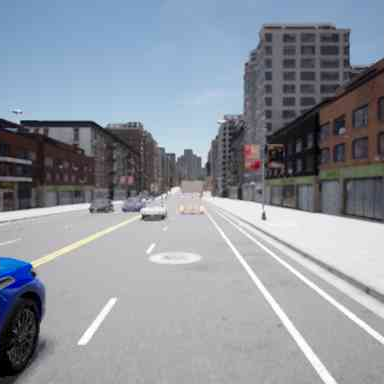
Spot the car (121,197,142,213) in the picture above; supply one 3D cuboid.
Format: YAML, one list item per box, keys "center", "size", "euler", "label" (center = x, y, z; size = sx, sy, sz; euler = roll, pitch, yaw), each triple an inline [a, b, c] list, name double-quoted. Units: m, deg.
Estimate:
- center: [-6.580, 1.378, 37.674]
  size: [2.097, 1.767, 4.553]
  euler: [0, 0, 0]
  label: "car"

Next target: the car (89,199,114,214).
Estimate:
- center: [-9.829, 1.528, 36.410]
  size: [1.837, 1.490, 4.892]
  euler: [0, 0, 0]
  label: "car"

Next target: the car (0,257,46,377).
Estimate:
- center: [-3.151, 1.216, 2.381]
  size: [2.150, 2.045, 5.566]
  euler: [0, 0, 0]
  label: "car"

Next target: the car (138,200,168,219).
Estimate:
- center: [-3.144, 1.600, 28.608]
  size: [1.895, 1.301, 4.718]
  euler: [0, 0, 0]
  label: "car"

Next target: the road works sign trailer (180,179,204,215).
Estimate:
- center: [0.033, 0.481, 34.578]
  size: [2.380, 3.560, 2.880]
  euler: [0, 0, 3]
  label: "road works sign trailer"
